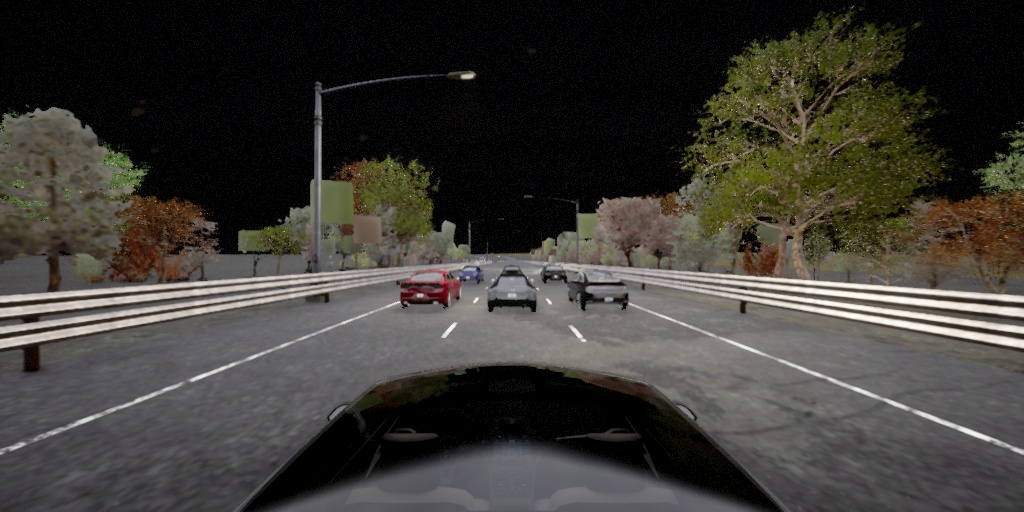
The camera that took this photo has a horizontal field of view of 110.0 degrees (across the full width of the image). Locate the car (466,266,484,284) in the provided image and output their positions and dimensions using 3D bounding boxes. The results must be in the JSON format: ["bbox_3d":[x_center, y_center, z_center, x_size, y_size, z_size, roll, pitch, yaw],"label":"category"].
[{"bbox_3d":[-3.481,1.560,30.751,1.812,1.442,4.674,0,0,1],"label":"car"}]

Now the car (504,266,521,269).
[{"bbox_3d":[0.015,1.538,30.346,1.837,1.490,4.892,0,0,1],"label":"car"}]

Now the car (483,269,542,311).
[{"bbox_3d":[0.021,1.447,15.301,1.994,1.385,4.181,0,0,0],"label":"car"}]

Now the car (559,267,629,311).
[{"bbox_3d":[3.519,1.376,15.359,2.128,1.511,4.902,0,0,1],"label":"car"}]

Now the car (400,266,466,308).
[{"bbox_3d":[-3.474,1.367,16.090,1.882,1.535,5.008,0,0,1],"label":"car"}]

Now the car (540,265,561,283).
[{"bbox_3d":[3.523,1.516,31.116,1.882,1.535,5.008,0,0,1],"label":"car"}]
